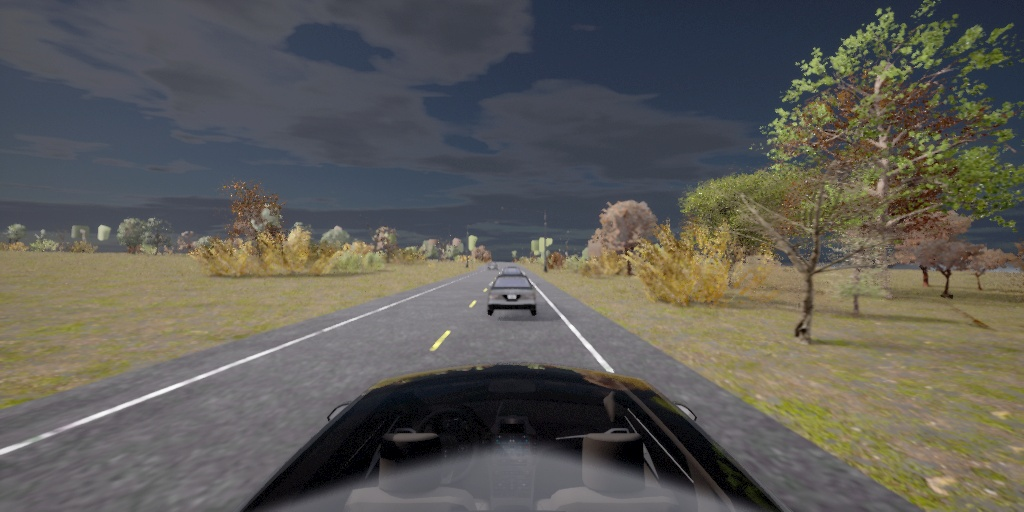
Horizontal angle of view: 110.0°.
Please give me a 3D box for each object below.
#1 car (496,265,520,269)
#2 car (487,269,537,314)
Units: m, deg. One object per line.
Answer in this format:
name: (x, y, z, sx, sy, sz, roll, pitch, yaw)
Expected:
car: (0.003, 1.591, 29.397, 2.033, 1.411, 5.357, 0, -1, 1)
car: (0.006, 1.431, 14.390, 2.033, 1.411, 5.357, 0, -1, 0)
